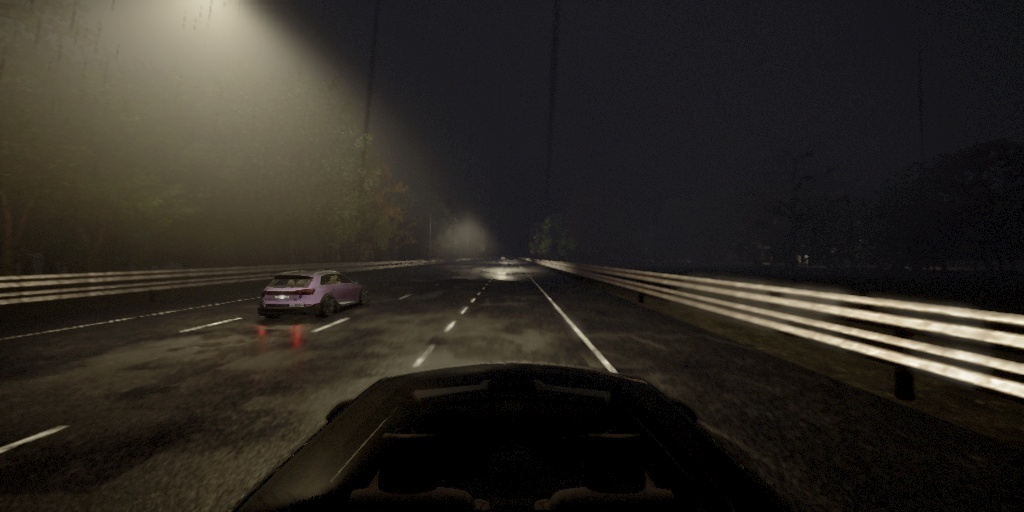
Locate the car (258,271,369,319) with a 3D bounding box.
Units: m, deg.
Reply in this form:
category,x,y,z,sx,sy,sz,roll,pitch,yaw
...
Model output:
category,x,y,z,sx,sy,sz,roll,pitch,yaw
car,-6.881,1.317,12.951,2.033,1.649,4.856,0,-1,-1
